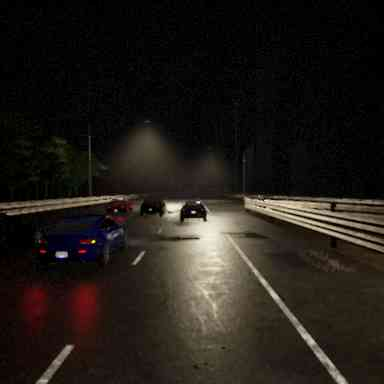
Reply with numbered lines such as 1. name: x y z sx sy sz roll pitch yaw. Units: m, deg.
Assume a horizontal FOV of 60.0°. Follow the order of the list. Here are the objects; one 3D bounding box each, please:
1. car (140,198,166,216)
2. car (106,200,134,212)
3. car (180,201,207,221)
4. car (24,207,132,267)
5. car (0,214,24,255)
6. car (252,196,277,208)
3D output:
1. car: -3.397 1.289 29.755 1.882 1.535 5.008 0 0 0
2. car: -6.902 1.397 32.350 1.895 1.301 4.718 0 0 0
3. car: 0.108 1.400 25.692 1.994 1.385 4.181 0 0 0
4. car: -3.397 1.453 10.989 1.812 1.442 4.674 0 0 0
5. car: -6.898 1.450 11.412 1.812 1.442 4.674 0 0 0
6. car: 9.340 1.264 42.675 2.128 1.511 4.902 0 0 -13
